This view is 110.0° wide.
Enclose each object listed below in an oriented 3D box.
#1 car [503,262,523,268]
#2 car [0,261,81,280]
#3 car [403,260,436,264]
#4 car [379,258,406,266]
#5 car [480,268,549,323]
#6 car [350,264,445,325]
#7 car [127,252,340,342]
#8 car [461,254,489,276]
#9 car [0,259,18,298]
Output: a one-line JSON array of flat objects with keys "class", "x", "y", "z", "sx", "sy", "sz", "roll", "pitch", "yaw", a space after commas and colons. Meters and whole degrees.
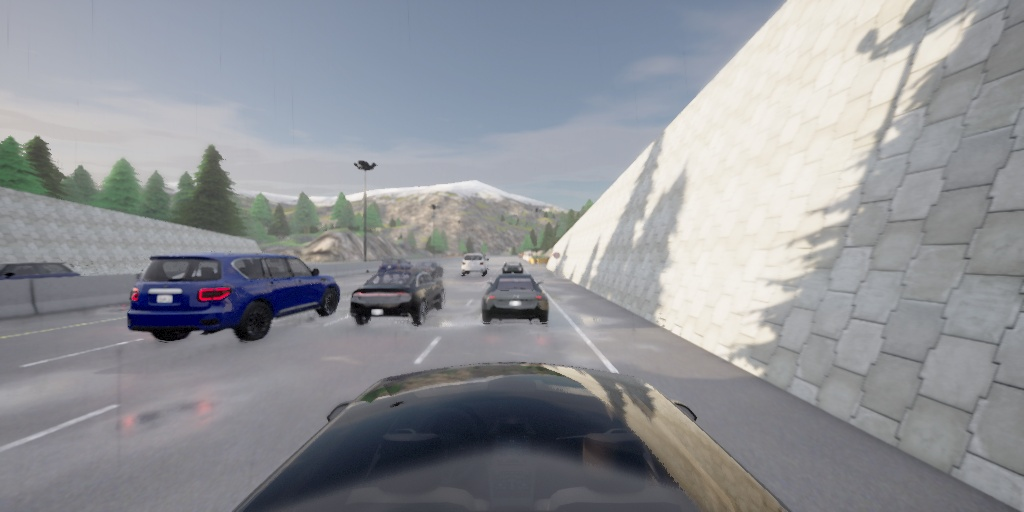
[{"class": "car", "x": 0.087, "y": 1.181, "z": 33.222, "sx": 1.895, "sy": 1.301, "sz": 4.718, "roll": 0, "pitch": 0, "yaw": 0}, {"class": "car", "x": -21.091, "y": 1.034, "z": 14.802, "sx": 2.097, "sy": 1.767, "sz": 4.553, "roll": 0, "pitch": 0, "yaw": 0}, {"class": "car", "x": -6.912, "y": 1.149, "z": 29.438, "sx": 2.033, "sy": 1.411, "sz": 5.357, "roll": 0, "pitch": 0, "yaw": 0}, {"class": "car", "x": -10.413, "y": 0.937, "z": 32.593, "sx": 2.097, "sy": 1.767, "sz": 4.553, "roll": 0, "pitch": 0, "yaw": 0}, {"class": "car", "x": 0.096, "y": 1.259, "z": 11.857, "sx": 1.994, "sy": 1.385, "sz": 4.181, "roll": 0, "pitch": 0, "yaw": 0}, {"class": "car", "x": -3.404, "y": 1.189, "z": 11.489, "sx": 2.128, "sy": 1.511, "sz": 4.902, "roll": 0, "pitch": 0, "yaw": 0}, {"class": "car", "x": -6.903, "y": 0.929, "z": 9.810, "sx": 2.150, "sy": 2.045, "sz": 5.566, "roll": 0, "pitch": 0, "yaw": 0}, {"class": "car", "x": -3.415, "y": 0.799, "z": 33.796, "sx": 2.150, "sy": 2.045, "sz": 5.566, "roll": 0, "pitch": 0, "yaw": 0}, {"class": "car", "x": -24.591, "y": 1.035, "z": 14.804, "sx": 2.097, "sy": 1.767, "sz": 4.553, "roll": 0, "pitch": 0, "yaw": 0}]
